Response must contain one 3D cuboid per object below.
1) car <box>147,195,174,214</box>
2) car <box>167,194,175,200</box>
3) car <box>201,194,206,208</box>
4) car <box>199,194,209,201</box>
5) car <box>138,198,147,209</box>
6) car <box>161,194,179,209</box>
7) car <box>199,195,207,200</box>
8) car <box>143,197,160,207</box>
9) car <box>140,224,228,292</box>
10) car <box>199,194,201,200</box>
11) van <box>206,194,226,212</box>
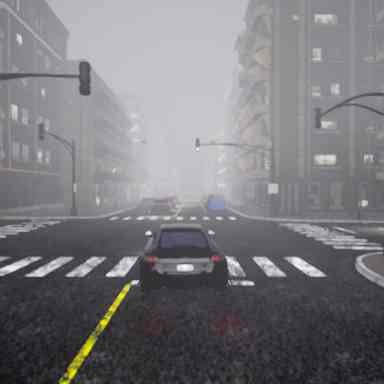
[{"bbox_3d":[-3.079,1.361,33.644,1.882,1.535,5.008,0,0,-1],"label":"car"},{"bbox_3d":[-5.757,1.358,92.372,1.887,1.381,4.507,-1,0,0],"label":"car"},{"bbox_3d":[2.713,1.176,42.617,2.192,1.841,5.009,-1,0,0],"label":"car"},{"bbox_3d":[2.714,1.257,75.743,1.967,1.590,4.097,-1,0,0],"label":"car"},{"bbox_3d":[-5.850,1.442,42.666,1.802,1.307,4.206,-1,0,0],"label":"car"},{"bbox_3d":[-3.104,1.337,43.247,1.882,1.535,5.008,0,0,0],"label":"car"},{"bbox_3d":[2.736,1.379,86.789,1.947,1.339,4.313,-1,0,0],"label":"car"},{"bbox_3d":[-5.851,1.415,48.188,1.947,1.339,4.313,-1,0,0],"label":"car"},{"bbox_3d":[-0.307,1.528,8.886,1.994,1.385,4.181,0,0,-5],"label":"car"},{"bbox_3d":[2.669,1.273,59.179,1.967,1.590,4.097,-1,0,0],"label":"car"},{"bbox_3d":[2.803,1.215,37.120,1.690,1.788,3.998,-1,0,0],"label":"van"}]
